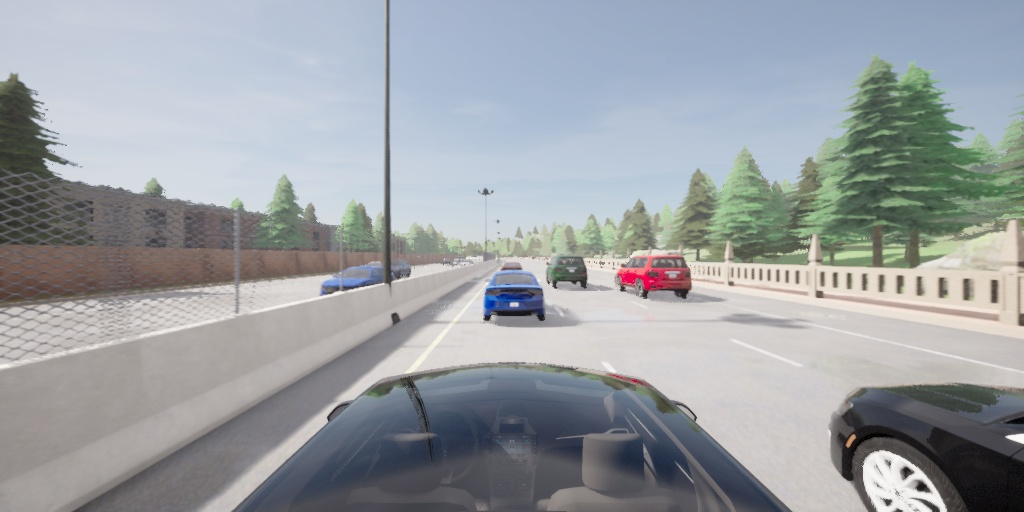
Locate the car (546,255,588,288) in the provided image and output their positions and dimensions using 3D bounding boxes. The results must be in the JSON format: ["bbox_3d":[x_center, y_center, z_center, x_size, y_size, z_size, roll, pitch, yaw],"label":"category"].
[{"bbox_3d":[3.543,0.982,23.862,2.150,2.045,5.566,0,0,0],"label":"car"}]

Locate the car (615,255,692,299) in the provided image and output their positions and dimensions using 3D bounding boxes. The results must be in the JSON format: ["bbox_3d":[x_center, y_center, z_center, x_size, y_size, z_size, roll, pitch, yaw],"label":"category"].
[{"bbox_3d":[7.058,0.975,18.423,2.150,2.045,5.566,0,0,0],"label":"car"}]

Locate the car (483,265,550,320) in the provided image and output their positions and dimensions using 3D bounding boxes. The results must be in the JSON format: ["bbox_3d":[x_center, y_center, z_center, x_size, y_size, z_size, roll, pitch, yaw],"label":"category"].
[{"bbox_3d":[0.067,1.235,12.672,1.882,1.535,5.008,0,0,0],"label":"car"}]

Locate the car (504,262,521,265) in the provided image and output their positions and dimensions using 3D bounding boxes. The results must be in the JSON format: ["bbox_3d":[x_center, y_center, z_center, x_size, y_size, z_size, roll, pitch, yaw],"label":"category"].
[{"bbox_3d":[0.021,1.246,31.041,1.882,1.535,5.008,0,0,0],"label":"car"}]

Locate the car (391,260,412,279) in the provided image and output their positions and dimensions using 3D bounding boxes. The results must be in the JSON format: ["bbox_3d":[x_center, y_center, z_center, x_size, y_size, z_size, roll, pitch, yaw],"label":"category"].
[{"bbox_3d":[-10.674,1.132,32.646,2.097,1.767,4.553,0,0,0],"label":"car"}]

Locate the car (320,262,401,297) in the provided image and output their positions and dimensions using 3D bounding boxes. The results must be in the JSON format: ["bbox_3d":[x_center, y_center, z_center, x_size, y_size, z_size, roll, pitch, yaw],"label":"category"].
[{"bbox_3d":[-7.137,1.244,17.071,1.882,1.535,5.008,0,0,0],"label":"car"}]

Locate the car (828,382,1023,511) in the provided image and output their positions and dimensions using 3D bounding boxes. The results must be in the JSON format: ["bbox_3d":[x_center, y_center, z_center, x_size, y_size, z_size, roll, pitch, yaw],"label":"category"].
[{"bbox_3d":[3.534,1.251,0.964,1.837,1.490,4.892,0,0,1],"label":"car"}]

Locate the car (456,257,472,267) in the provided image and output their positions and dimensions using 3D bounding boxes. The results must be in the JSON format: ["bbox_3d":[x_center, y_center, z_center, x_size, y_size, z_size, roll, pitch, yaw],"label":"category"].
[{"bbox_3d":[-7.204,1.318,57.137,1.812,1.442,4.674,0,0,0],"label":"car"}]
